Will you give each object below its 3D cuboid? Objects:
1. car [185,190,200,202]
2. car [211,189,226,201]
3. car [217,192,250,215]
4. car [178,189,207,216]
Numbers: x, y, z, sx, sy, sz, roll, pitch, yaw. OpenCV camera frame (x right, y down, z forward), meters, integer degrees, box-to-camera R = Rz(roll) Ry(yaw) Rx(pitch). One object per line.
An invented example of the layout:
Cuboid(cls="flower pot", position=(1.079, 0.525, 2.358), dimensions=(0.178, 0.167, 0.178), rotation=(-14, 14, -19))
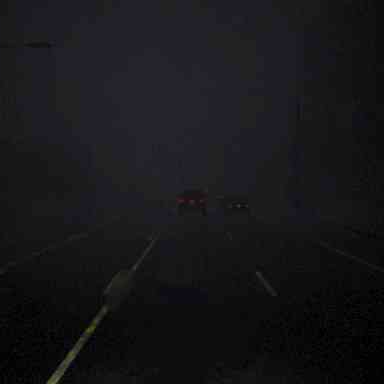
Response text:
Cuboid(cls="car", position=(0.082, 0.435, 43.387), dimensions=(1.895, 1.301, 4.718), rotation=(0, 3, 0))
Cuboid(cls="car", position=(3.584, 0.332, 43.989), dimensions=(1.812, 1.442, 4.674), rotation=(0, 3, 0))
Cuboid(cls="car", position=(3.526, 1.041, 27.511), dimensions=(2.033, 1.411, 5.357), rotation=(0, 2, 0))
Cuboid(cls="car", position=(0.021, 0.734, 26.996), dimensions=(2.150, 2.045, 5.566), rotation=(0, 2, 0))
